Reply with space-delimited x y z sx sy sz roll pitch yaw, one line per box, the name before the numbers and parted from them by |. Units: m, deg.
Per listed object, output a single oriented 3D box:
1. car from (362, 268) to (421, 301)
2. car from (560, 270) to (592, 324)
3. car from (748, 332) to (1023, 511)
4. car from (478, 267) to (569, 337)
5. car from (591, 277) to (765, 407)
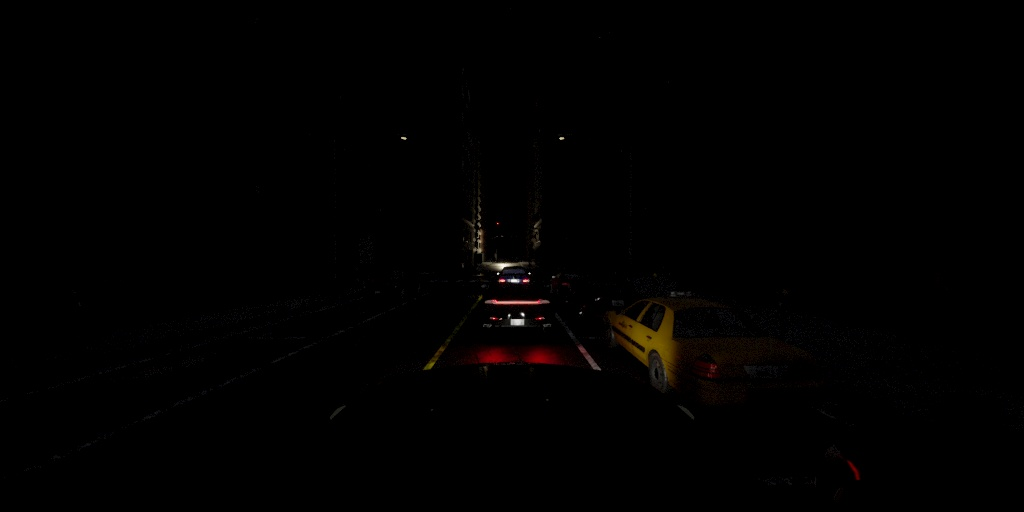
car | -5.668 1.290 17.361 1.888 1.381 4.507 0 0 0
car | 2.876 1.312 11.776 1.948 1.339 4.313 0 0 0
car | 2.873 1.301 0.604 2.007 1.370 4.403 0 0 0
car | 0.104 1.239 10.301 2.128 1.511 4.902 0 0 0
car | 2.874 1.274 6.360 1.751 1.417 4.829 0 0 0
